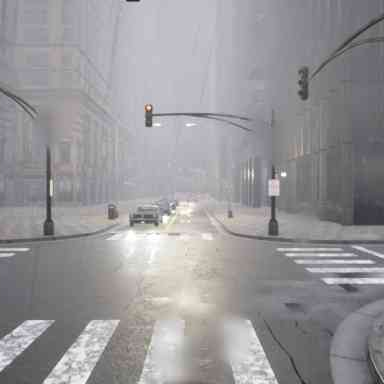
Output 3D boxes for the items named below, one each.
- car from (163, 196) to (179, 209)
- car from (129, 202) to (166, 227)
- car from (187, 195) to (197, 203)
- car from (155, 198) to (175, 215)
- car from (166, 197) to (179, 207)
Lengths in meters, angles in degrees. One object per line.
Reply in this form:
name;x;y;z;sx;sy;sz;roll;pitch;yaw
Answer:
car;-3.115;1.354;43.146;2.097;1.767;4.553;0;0;0
car;-3.110;1.601;23.201;1.895;1.301;4.718;0;0;0
car;0.068;1.366;69.674;2.097;1.767;4.553;0;0;0
car;-3.108;1.564;33.144;1.994;1.385;4.181;0;0;0
car;-3.076;1.531;53.187;1.812;1.442;4.674;0;0;0
